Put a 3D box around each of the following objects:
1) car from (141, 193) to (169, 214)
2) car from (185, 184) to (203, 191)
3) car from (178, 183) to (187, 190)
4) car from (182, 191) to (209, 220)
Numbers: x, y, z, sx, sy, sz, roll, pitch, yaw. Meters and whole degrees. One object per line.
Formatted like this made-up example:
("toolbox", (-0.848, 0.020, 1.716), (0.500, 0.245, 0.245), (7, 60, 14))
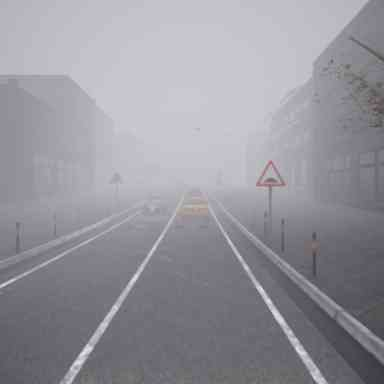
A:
("car", (-2.929, 0.898, 27.132), (2.128, 1.511, 4.902), (0, 3, 0))
("car", (0.368, 0.043, 42.540), (1.837, 1.490, 4.892), (0, 4, 0))
("car", (-1.696, -1.164, 68.314), (2.033, 1.411, 5.357), (0, 2, 6))
("car", (0.242, 1.011, 23.473), (1.801, 1.575, 5.366), (0, 2, 0))
